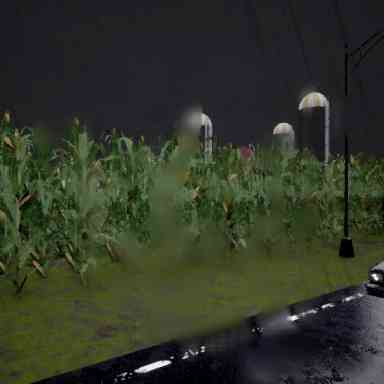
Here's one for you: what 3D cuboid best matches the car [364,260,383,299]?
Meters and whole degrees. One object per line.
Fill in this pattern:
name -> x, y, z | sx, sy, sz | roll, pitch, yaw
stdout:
car -> 6.013, 1.552, 7.364 | 5.357, 1.411, 2.033 | 0, 0, -36
